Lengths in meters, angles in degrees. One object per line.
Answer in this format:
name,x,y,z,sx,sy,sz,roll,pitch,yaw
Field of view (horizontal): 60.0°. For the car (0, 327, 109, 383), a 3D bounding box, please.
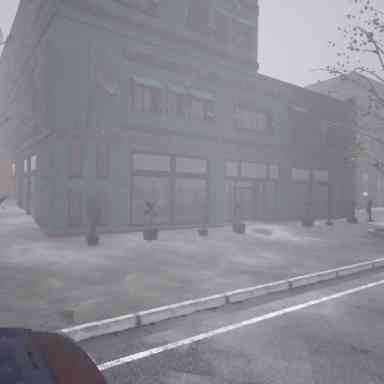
car,-2.466,1.562,1.618,4.181,1.385,1.994,0,0,-35
